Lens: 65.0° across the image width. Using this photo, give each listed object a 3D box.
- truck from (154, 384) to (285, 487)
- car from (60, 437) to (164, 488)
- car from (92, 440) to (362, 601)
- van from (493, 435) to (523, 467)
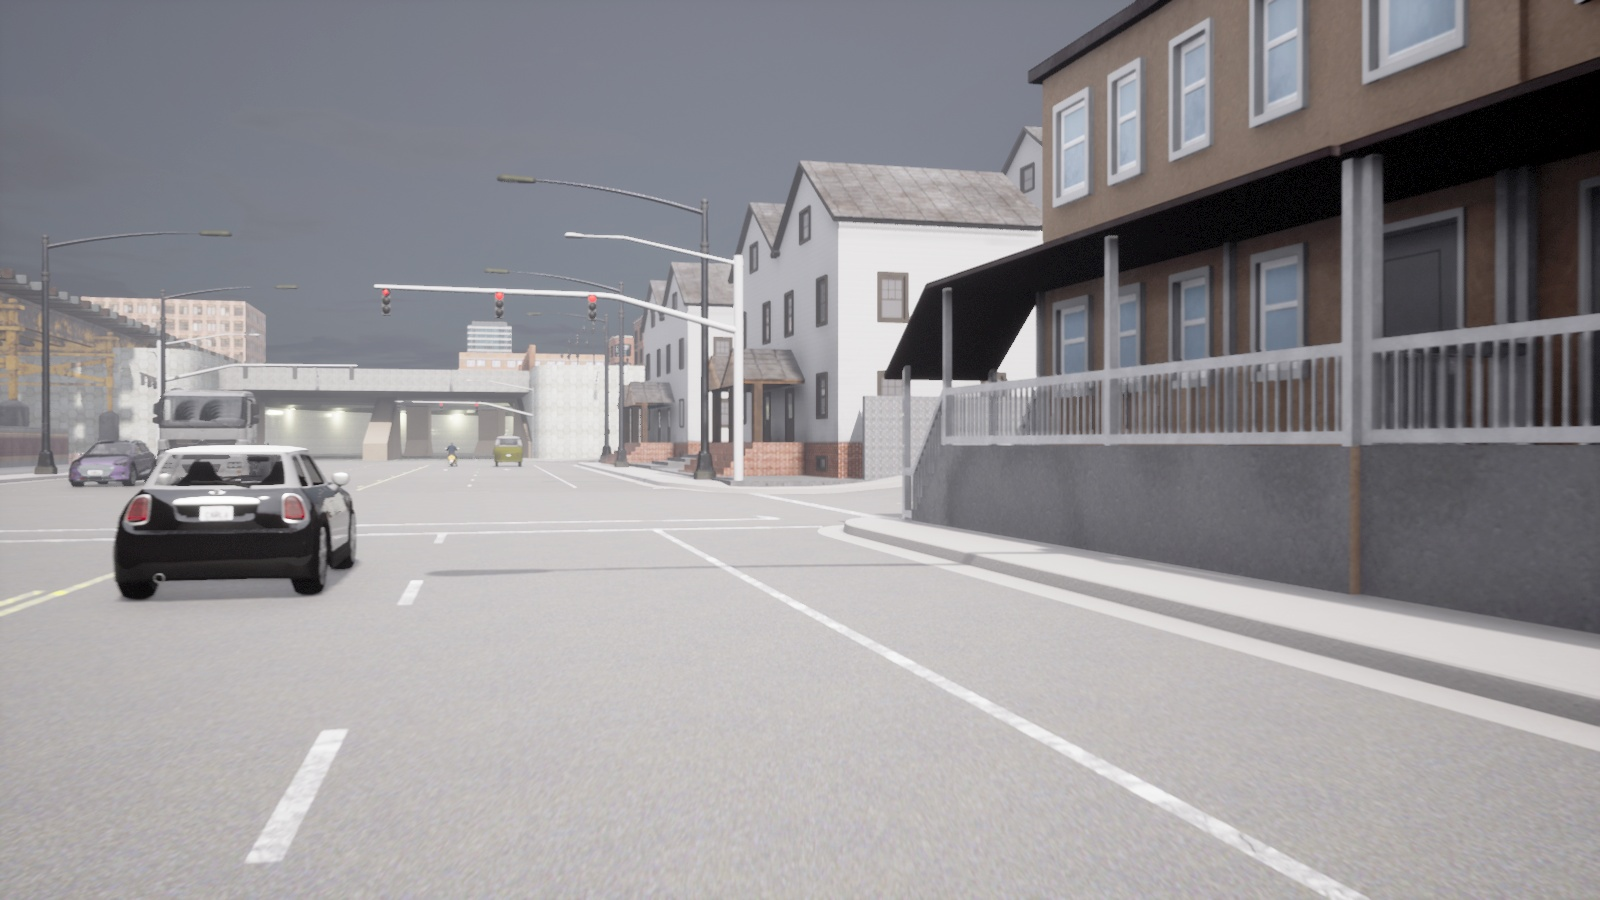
[{"bbox_3d":[-21.154,-0.512,46.229,2.891,3.462,7.936,0,0,-14],"label":"truck"},{"bbox_3d":[-24.388,0.402,44.707,2.033,1.649,4.856,0,1,-14],"label":"car"},{"bbox_3d":[-5.949,0.632,13.529,1.970,1.475,3.806,0,0,-14],"label":"car"},{"bbox_3d":[-18.831,0.036,80.902,1.775,1.987,4.442,0,0,-14],"label":"van"}]
